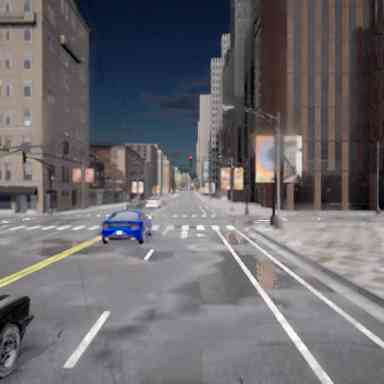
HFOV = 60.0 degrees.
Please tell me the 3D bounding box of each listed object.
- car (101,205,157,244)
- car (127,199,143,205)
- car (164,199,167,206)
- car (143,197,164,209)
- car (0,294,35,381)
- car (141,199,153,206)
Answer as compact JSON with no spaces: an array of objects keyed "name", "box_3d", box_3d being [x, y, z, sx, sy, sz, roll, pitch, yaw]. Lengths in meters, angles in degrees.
[{"name":"car","box_3d":[-3.159,1.656,16.930,1.882,1.535,5.008,0,-1,0]},{"name":"car","box_3d":[-9.809,1.984,57.155,2.097,1.767,4.553,0,-1,0]},{"name":"car","box_3d":[-6.515,2.327,72.699,1.812,1.442,4.674,0,-1,0]},{"name":"car","box_3d":[-6.555,1.853,57.233,2.150,2.045,5.566,0,0,1]},{"name":"car","box_3d":[-3.151,1.628,2.591,1.895,1.301,4.718,0,-1,0]},{"name":"car","box_3d":[-9.763,2.354,72.599,1.994,1.385,4.181,0,-1,0]}]
